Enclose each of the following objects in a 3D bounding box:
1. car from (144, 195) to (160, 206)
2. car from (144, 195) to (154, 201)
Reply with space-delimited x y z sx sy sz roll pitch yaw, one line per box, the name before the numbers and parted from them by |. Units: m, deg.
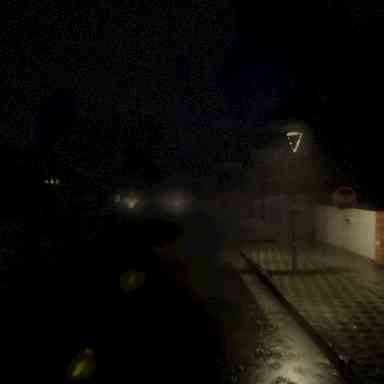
car | -5.727 1.335 48.568 2.033 1.411 5.357 0 0 -8
car | -9.298 1.317 72.055 1.895 1.301 4.718 0 0 -10
